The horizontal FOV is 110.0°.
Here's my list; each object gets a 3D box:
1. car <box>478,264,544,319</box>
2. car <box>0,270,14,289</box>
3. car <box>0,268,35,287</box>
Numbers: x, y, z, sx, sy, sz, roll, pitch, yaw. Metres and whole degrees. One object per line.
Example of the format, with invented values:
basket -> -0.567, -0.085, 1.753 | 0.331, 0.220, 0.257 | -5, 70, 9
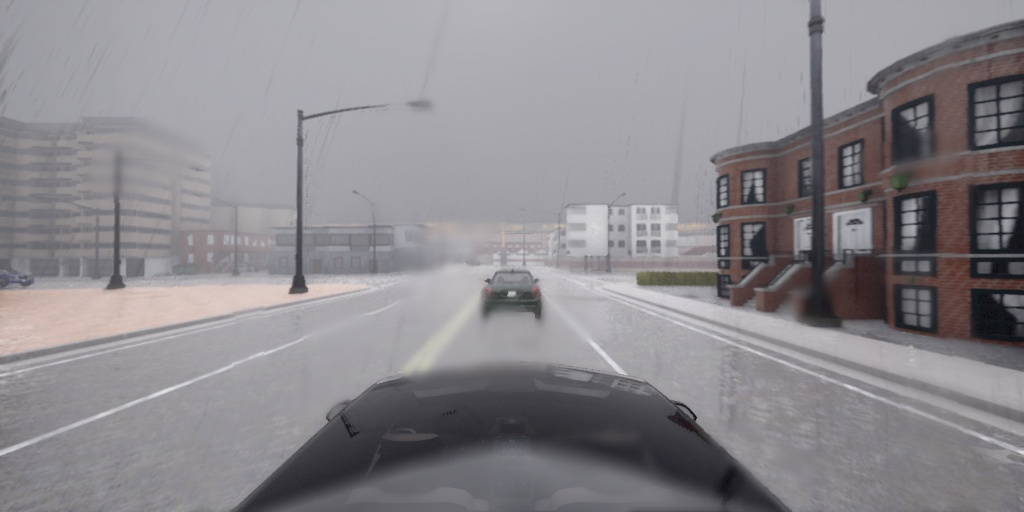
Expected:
car -> 0.040, 1.266, 13.709 | 2.097, 1.767, 4.553 | 0, -1, 0
car -> -49.435, 2.378, 32.641 | 5.008, 1.535, 1.882 | -1, -1, -1
car -> -51.917, 2.213, 36.108 | 5.566, 2.045, 2.150 | -1, -1, -1
